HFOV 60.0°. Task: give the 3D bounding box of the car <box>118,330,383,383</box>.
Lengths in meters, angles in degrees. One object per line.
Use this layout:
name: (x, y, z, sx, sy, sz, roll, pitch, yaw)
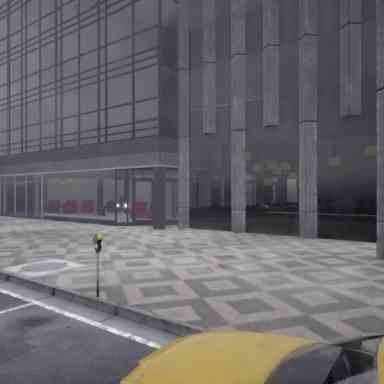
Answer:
car: (1.520, 1.525, 1.996, 4.829, 1.417, 1.752, 0, 0, 36)
